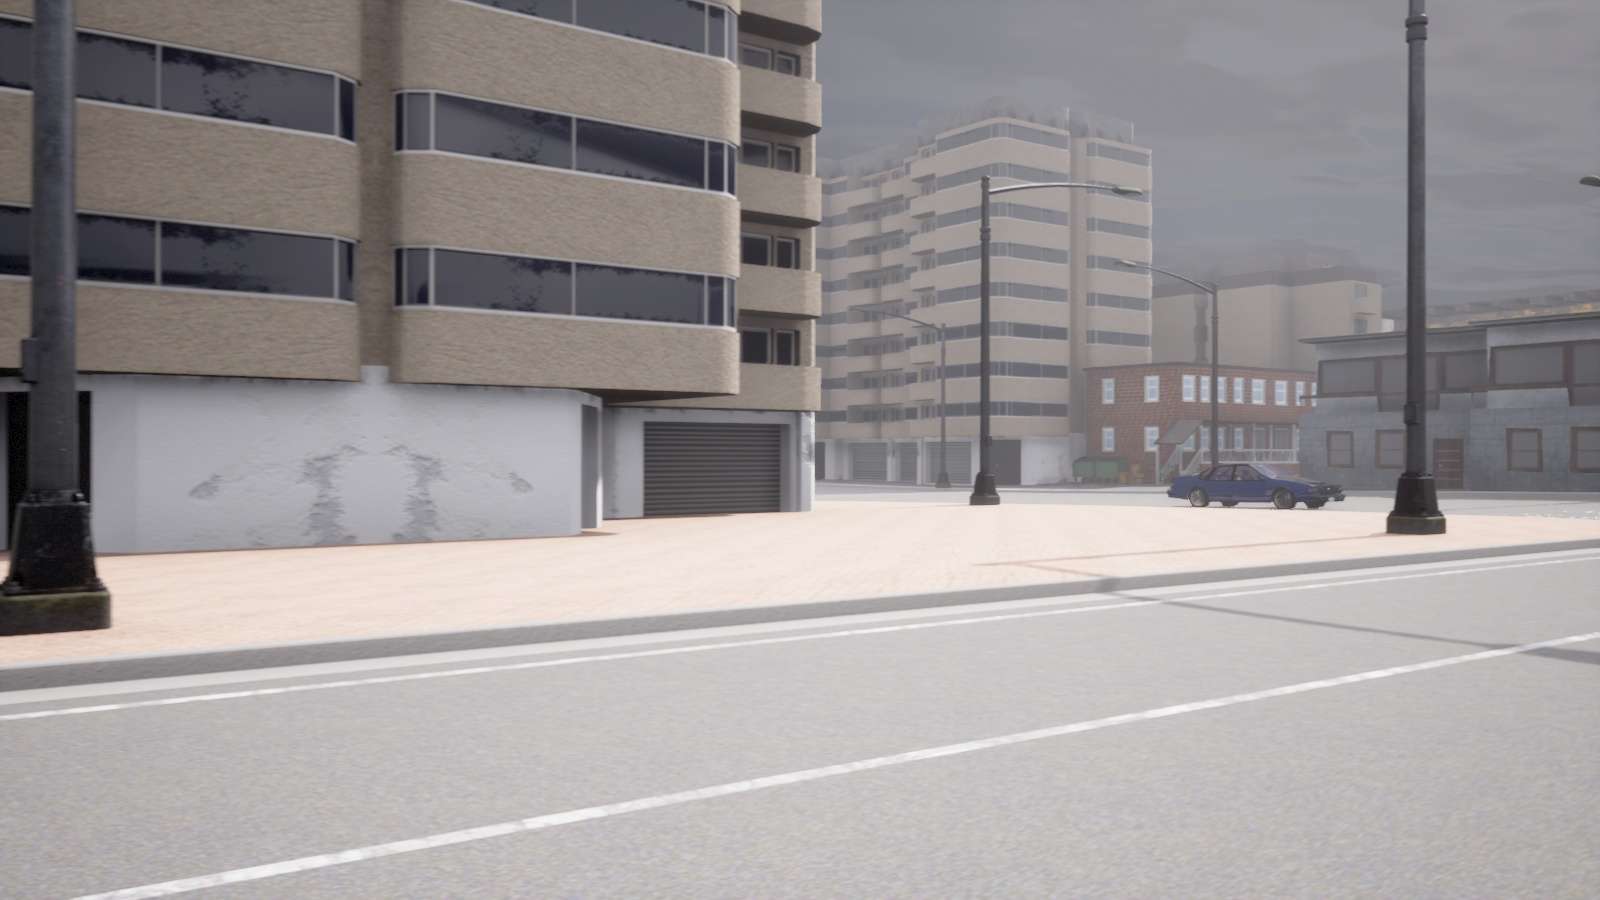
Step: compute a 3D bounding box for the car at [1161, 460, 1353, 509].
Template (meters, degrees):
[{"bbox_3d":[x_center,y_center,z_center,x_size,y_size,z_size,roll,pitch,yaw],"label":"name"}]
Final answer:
[{"bbox_3d":[14.034,1.049,38.915,2.033,1.411,5.357,0,-1,-36],"label":"car"}]
